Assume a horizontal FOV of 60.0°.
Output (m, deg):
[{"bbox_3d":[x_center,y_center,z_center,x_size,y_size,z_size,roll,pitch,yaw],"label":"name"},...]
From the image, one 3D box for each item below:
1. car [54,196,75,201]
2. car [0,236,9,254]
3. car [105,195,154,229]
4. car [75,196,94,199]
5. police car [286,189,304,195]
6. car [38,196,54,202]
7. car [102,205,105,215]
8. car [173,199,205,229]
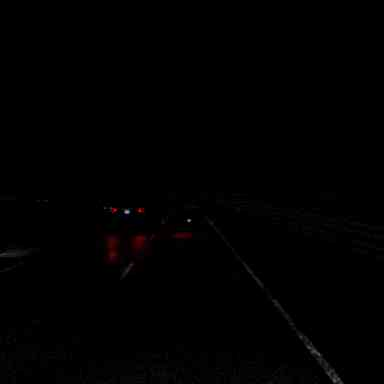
[{"bbox_3d":[-21.998,1.421,58.979,2.128,1.511,4.902,0,0,0],"label":"car"},{"bbox_3d":[-6.999,1.547,8.633,2.033,1.411,5.357,0,0,-1],"label":"car"},{"bbox_3d":[-3.724,1.208,21.428,2.150,2.045,5.566,0,0,-1],"label":"car"},{"bbox_3d":[-18.509,1.431,59.055,1.837,1.490,4.892,0,0,0],"label":"car"},{"bbox_3d":[21.736,0.177,70.633,1.930,1.638,5.238,0,-3,-15],"label":"police car"},{"bbox_3d":[-25.493,1.431,58.908,1.837,1.490,4.892,0,0,0],"label":"car"},{"bbox_3d":[-7.411,1.520,32.882,2.033,1.411,5.357,0,0,-1],"label":"car"},{"bbox_3d":[-0.214,1.463,21.533,1.882,1.535,5.008,0,0,-1],"label":"car"}]
